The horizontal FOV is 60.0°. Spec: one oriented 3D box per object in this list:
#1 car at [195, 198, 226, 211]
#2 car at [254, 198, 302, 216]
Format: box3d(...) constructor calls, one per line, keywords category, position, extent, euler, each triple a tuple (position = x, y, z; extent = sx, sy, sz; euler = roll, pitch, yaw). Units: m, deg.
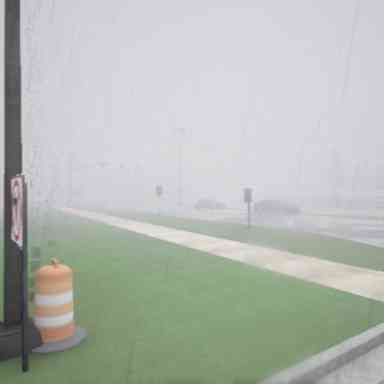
box3d(category="car", position=(2.129, 1.454, 39.858), extent=(1.994, 1.385, 4.181), euler=(0, 0, -34))
box3d(category="car", position=(8.008, 1.397, 31.369), extent=(1.837, 1.490, 4.892), euler=(0, 0, -35))
